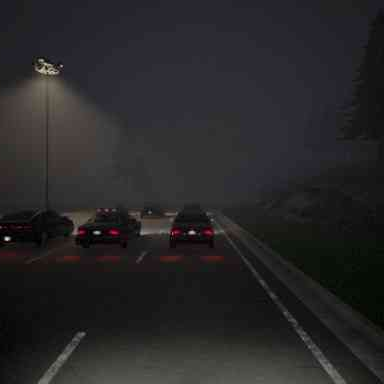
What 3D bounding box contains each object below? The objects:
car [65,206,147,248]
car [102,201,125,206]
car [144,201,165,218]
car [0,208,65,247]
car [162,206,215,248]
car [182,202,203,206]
[{"bbox_3d":[-3.499,1.547,14.770,2.033,1.411,5.357,0,0,0],"label":"car"},{"bbox_3d":[-6.993,1.547,29.758,2.033,1.411,5.357,0,0,0],"label":"car"},{"bbox_3d":[-3.481,1.526,30.125,1.812,1.442,4.674,0,0,1],"label":"car"},{"bbox_3d":[-6.994,1.507,15.088,1.837,1.490,4.892,0,0,0],"label":"car"},{"bbox_3d":[0.001,1.547,14.770,2.033,1.411,5.357,0,0,0],"label":"car"},{"bbox_3d":[0.016,1.564,30.032,1.994,1.385,4.181,0,0,1],"label":"car"}]
